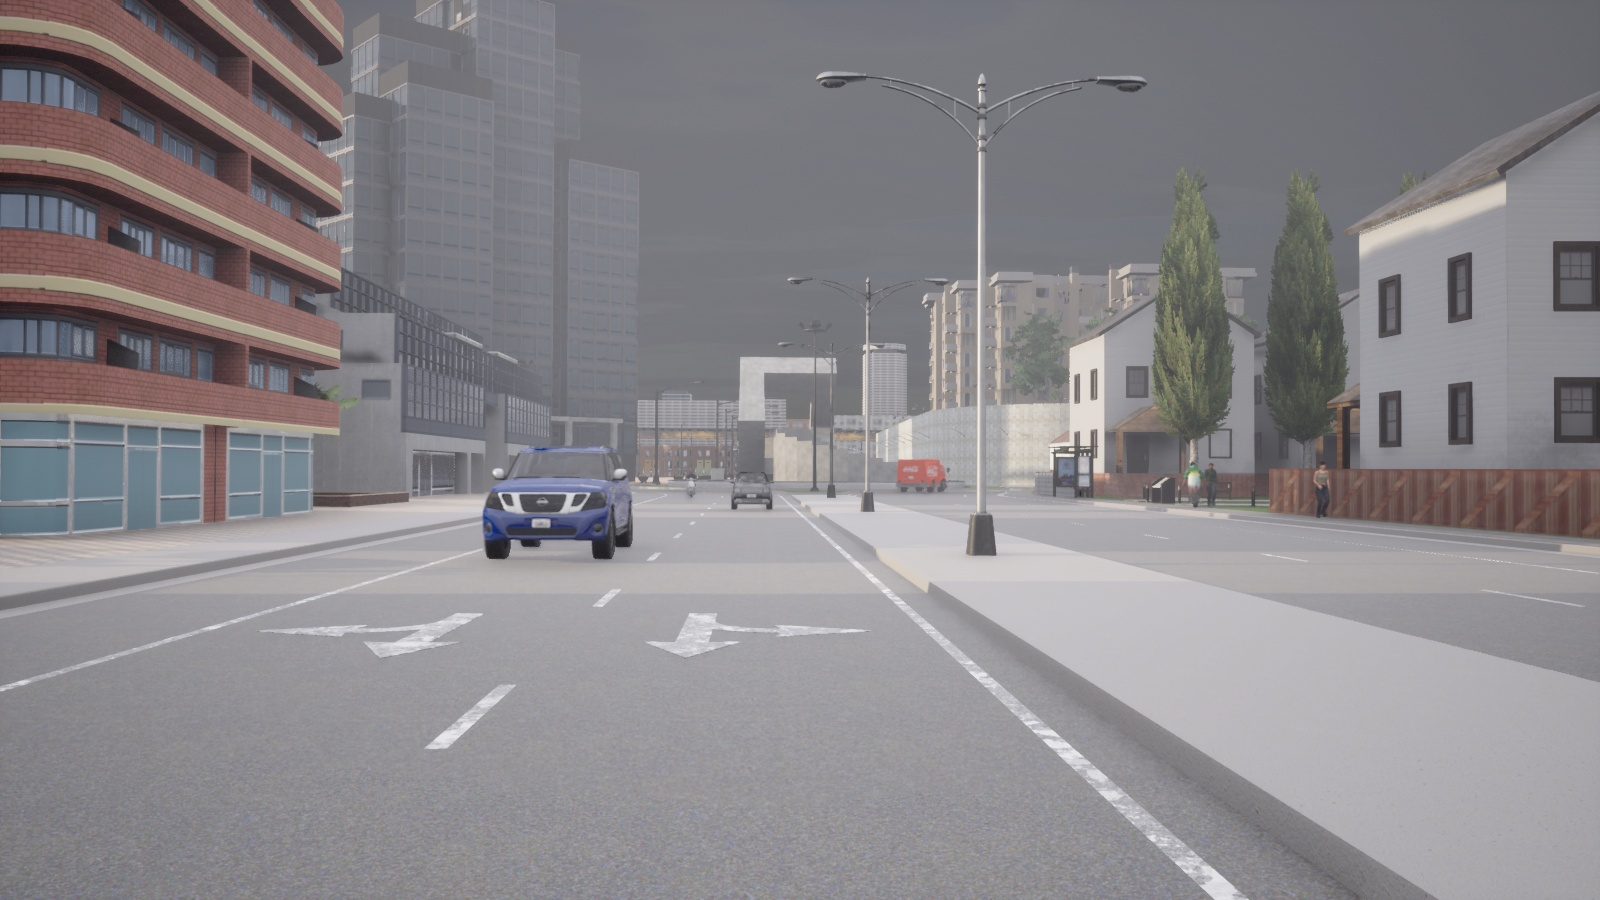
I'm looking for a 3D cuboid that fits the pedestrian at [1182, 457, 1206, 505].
[{"bbox_3d":[15.909,1.245,50.687,0.659,1.952,0.873,0,-1,-1],"label":"pedestrian"}]

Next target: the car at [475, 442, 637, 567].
[{"bbox_3d":[-4.399,0.946,23.590,2.150,2.045,5.566,0,-1,-2],"label":"car"}]

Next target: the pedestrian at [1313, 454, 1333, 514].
[{"bbox_3d":[16.322,1.061,39.180,0.345,1.836,0.594,0,-1,-1],"label":"pedestrian"}]

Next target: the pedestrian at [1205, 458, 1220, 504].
[{"bbox_3d":[16.584,1.250,50.485,0.353,1.847,0.614,0,-1,-2],"label":"pedestrian"}]

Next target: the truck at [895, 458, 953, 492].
[{"bbox_3d":[9.382,1.874,94.591,2.627,2.467,5.204,-1,-1,27],"label":"truck"}]

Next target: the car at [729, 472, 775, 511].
[{"bbox_3d":[-1.937,1.655,50.988,1.789,1.549,3.705,0,-1,-2],"label":"car"}]
